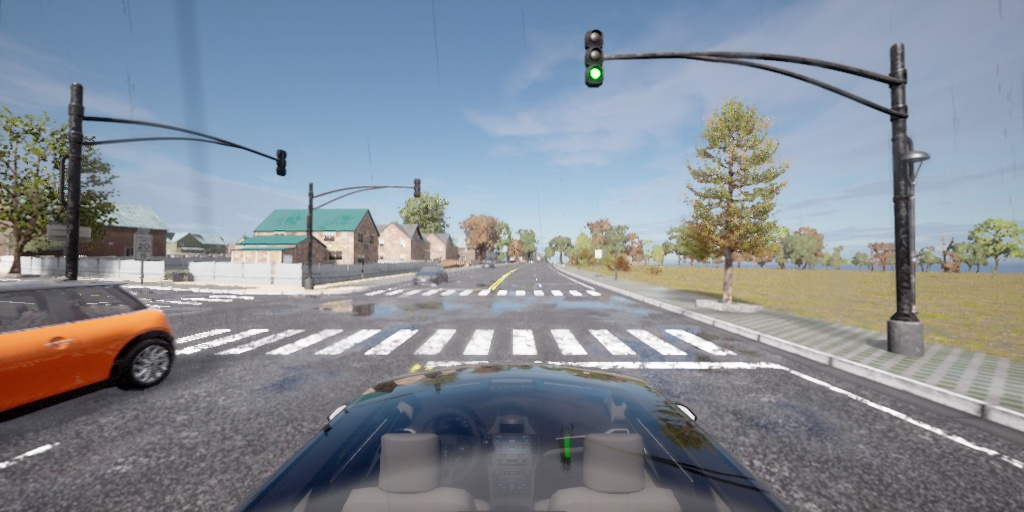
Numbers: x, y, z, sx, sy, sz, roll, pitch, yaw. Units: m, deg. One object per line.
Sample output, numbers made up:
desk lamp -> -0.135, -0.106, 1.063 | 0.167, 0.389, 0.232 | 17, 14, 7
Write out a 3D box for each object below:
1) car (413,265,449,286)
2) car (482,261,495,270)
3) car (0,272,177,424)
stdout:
car -> -6.055, 1.425, 27.171 | 1.812, 1.442, 4.674 | 0, 0, 2
car -> -4.184, 1.592, 63.978 | 2.128, 1.511, 4.902 | 0, 0, 4
car -> -6.481, 1.110, 3.822 | 2.097, 1.767, 4.553 | 0, 0, 0
